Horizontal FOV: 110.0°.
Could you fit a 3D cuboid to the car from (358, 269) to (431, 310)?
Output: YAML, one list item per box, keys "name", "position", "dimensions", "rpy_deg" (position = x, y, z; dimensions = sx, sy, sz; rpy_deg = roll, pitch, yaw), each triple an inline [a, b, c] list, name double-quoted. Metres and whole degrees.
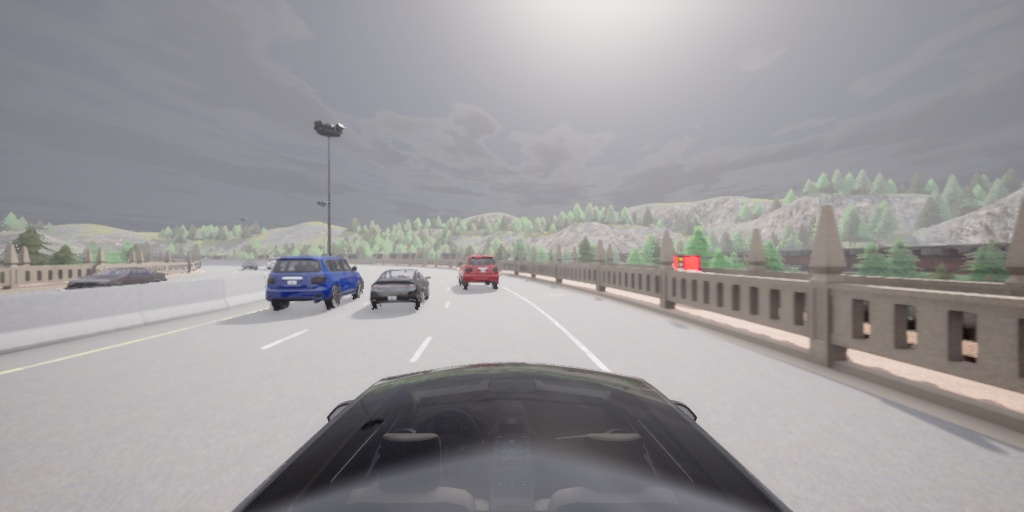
- name: "car"
  position: [-4.559, 1.280, 15.088]
  dimensions: [2.128, 1.511, 4.902]
  rpy_deg: [0, 0, -8]

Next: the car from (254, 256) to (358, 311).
- name: "car"
  position: [-8.034, 1.025, 15.149]
  dimensions: [2.150, 2.045, 5.566]
  rpy_deg: [0, 0, -8]

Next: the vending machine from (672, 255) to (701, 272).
- name: "vending machine"
  position: [7.065, 0.937, 14.748]
  dimensions: [1.100, 2.100, 0.880]
  rpy_deg: [0, 0, -7]

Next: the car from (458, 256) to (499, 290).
- name: "car"
  position: [-2.285, 1.000, 23.675]
  dimensions: [2.150, 2.045, 5.566]
  rpy_deg: [0, 0, -12]

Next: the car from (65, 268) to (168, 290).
- name: "car"
  position: [-23.779, 1.425, 21.946]
  dimensions: [2.033, 1.411, 5.357]
  rpy_deg: [0, 0, -14]
